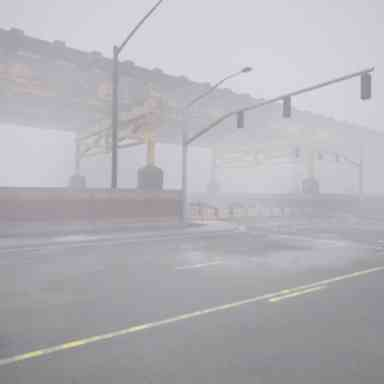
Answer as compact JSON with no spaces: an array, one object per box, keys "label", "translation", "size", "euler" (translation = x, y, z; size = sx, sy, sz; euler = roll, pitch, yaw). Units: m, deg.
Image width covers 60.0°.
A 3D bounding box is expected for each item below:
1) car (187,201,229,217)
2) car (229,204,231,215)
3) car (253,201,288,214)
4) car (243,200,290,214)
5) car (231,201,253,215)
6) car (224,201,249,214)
[{"label":"car","translation":[1.049,1.530,32.815],"size":[4.536,1.218,1.853],"euler":[0,0,8]},{"label":"car","translation":[1.099,1.688,32.806],"size":[4.974,1.542,2.038],"euler":[0,0,8]},{"label":"car","translation":[8.708,1.648,39.240],"size":[4.536,1.218,1.853],"euler":[1,0,-7]},{"label":"car","translation":[8.758,1.806,39.245],"size":[4.974,1.542,2.038],"euler":[1,0,-7]},{"label":"car","translation":[4.846,1.742,35.489],"size":[2.038,1.542,4.974],"euler":[0,0,18]},{"label":"car","translation":[4.863,1.585,35.539],"size":[1.853,1.218,4.536],"euler":[0,0,18]}]
